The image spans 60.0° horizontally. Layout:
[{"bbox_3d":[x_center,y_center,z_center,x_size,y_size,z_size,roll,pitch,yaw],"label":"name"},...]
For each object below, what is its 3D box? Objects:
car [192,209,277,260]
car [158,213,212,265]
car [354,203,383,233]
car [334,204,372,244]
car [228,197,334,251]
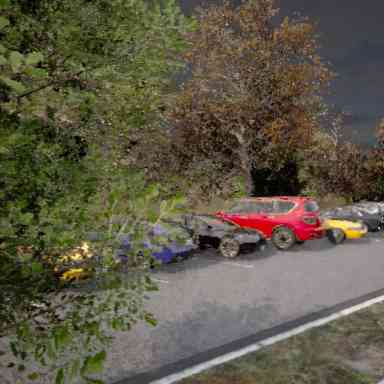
[{"bbox_3d":[0.444,1.533,12.677,4.792,1.488,2.163,-1,-1,34],"label":"car"},{"bbox_3d":[-2.030,1.534,10.974,4.792,1.488,2.163,-1,-1,34],"label":"car"},{"bbox_3d":[7.659,1.504,17.893,4.892,1.521,2.231,-1,0,34],"label":"car"},{"bbox_3d":[5.406,1.498,16.057,5.366,1.575,1.946,-1,-1,34],"label":"car"},{"bbox_3d":[2.810,1.253,14.438,5.566,2.045,2.435,-1,0,34],"label":"car"}]
